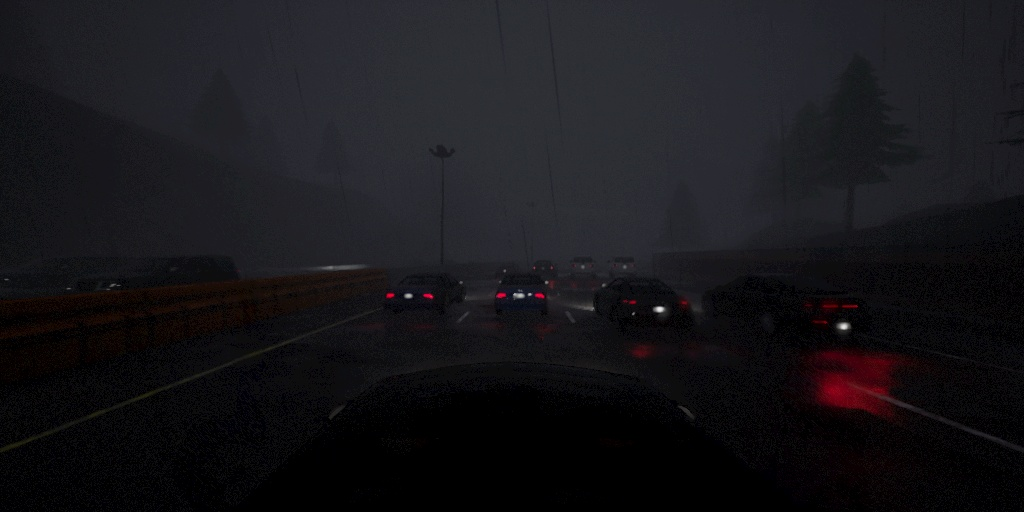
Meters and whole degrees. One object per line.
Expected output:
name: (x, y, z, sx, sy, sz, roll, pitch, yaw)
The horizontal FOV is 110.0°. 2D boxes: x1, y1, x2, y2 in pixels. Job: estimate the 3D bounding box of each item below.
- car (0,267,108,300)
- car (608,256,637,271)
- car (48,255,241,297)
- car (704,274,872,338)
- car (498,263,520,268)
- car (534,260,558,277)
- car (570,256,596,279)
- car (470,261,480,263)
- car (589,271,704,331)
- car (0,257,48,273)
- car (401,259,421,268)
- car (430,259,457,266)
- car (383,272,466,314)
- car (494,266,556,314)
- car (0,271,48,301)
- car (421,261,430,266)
car: (-24.043, 1.305, 17.638, 2.033, 1.411, 5.357, 0, 0, 5)
car: (10.111, 0.985, 32.985, 2.150, 2.045, 5.566, 0, 0, 12)
car: (-13.738, 0.978, 14.343, 2.150, 2.045, 5.566, 0, 0, 4)
car: (7.262, 1.259, 10.166, 1.837, 1.490, 4.892, 0, 0, 2)
car: (-0.238, 1.328, 34.555, 1.994, 1.385, 4.181, 0, 0, 12)
car: (3.146, 1.116, 33.629, 2.097, 1.767, 4.553, 0, 0, 12)
car: (6.541, 0.985, 33.009, 2.150, 2.045, 5.566, 0, 0, 12)
car: (-6.004, 1.374, 54.020, 1.895, 1.301, 4.718, 0, 0, 19)
car: (3.806, 1.318, 11.019, 1.994, 1.385, 4.181, 0, 0, 3)
car: (-20.600, 0.979, 16.595, 2.150, 2.045, 5.566, 0, 0, 4)
car: (-15.815, 1.267, 57.748, 2.128, 1.511, 4.902, 0, 0, 19)
car: (-9.827, 1.278, 53.547, 1.837, 1.490, 4.892, 0, 0, 18)
car: (-3.092, 1.303, 13.731, 2.033, 1.411, 5.357, 0, 0, 3)
car: (0.421, 1.303, 13.794, 2.033, 1.411, 5.357, 0, 0, 4)
car: (-17.312, 1.357, 13.054, 1.895, 1.301, 4.718, 0, 0, 3)
car: (-12.081, 1.279, 57.796, 1.837, 1.490, 4.892, 0, 0, 19)
